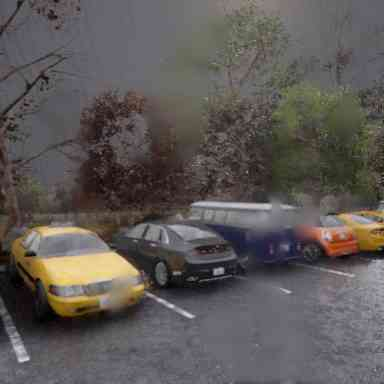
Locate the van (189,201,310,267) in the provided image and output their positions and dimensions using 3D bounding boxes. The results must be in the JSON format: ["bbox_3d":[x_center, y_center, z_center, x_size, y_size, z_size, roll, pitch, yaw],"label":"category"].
[{"bbox_3d":[1.393,1.335,11.210,1.878,1.987,4.442,1,0,-36],"label":"van"}]

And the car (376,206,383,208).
[{"bbox_3d":[10.474,1.690,17.556,2.231,1.521,4.892,1,0,-36],"label":"car"}]

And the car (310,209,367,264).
[{"bbox_3d":[3.731,1.467,12.700,2.185,1.767,4.553,1,0,-36],"label":"car"}]

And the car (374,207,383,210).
[{"bbox_3d":[8.220,1.657,15.945,2.097,1.535,5.008,1,0,-36],"label":"car"}]

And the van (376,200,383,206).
[{"bbox_3d":[12.657,1.495,19.269,1.878,1.987,4.442,1,0,-36],"label":"van"}]

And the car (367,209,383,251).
[{"bbox_3d":[5.865,1.623,14.260,2.097,1.535,5.008,1,0,-36],"label":"car"}]

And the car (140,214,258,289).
[{"bbox_3d":[-0.791,1.530,9.496,2.231,1.521,4.892,1,0,-36],"label":"car"}]

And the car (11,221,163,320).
[{"bbox_3d":[-2.937,1.496,7.741,1.946,1.575,5.366,1,0,-36],"label":"car"}]
